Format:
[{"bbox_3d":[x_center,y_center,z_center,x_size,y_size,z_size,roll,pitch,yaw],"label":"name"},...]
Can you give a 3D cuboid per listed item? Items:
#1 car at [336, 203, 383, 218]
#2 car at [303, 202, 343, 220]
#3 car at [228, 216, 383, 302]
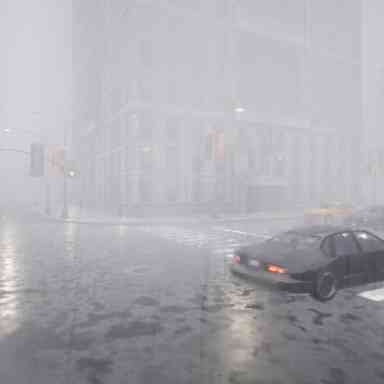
[{"bbox_3d":[11.872,1.541,20.928,5.357,1.411,2.033,0,0,-29],"label":"car"},{"bbox_3d":[10.202,1.470,24.001,5.008,1.535,1.882,0,0,-29],"label":"car"},{"bbox_3d":[3.495,1.544,8.203,5.357,1.411,2.033,0,0,-29],"label":"car"}]
